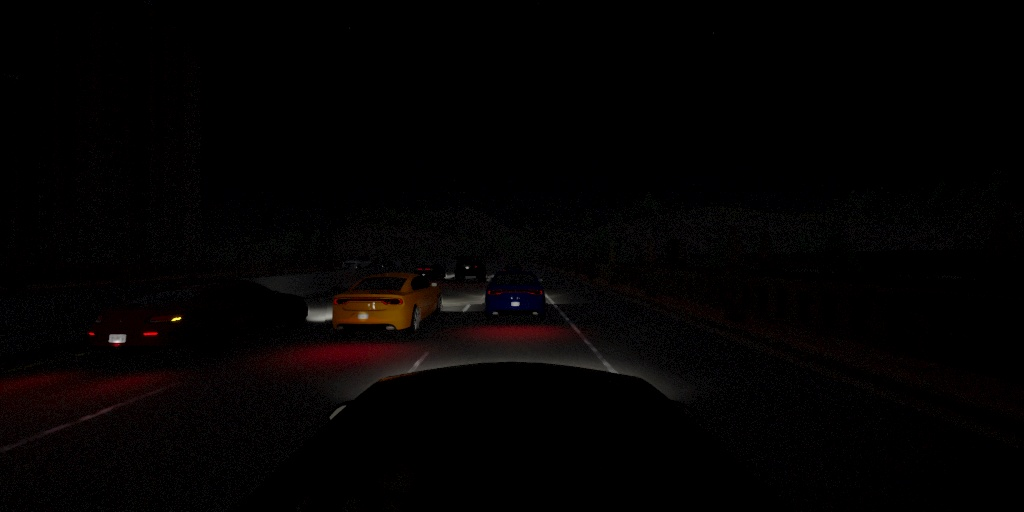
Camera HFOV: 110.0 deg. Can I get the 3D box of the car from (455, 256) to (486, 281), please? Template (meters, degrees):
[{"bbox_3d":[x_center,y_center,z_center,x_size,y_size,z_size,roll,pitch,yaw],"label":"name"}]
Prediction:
[{"bbox_3d":[-3.403,0.993,29.943,2.150,2.045,5.566,0,0,0],"label":"car"}]

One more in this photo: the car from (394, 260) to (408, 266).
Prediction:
[{"bbox_3d":[-14.077,1.313,49.600,2.128,1.511,4.902,0,0,0],"label":"car"}]

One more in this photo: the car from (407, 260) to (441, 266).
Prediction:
[{"bbox_3d":[-6.904,1.264,30.454,2.128,1.511,4.902,0,0,0],"label":"car"}]

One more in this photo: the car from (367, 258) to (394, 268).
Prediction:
[{"bbox_3d":[-17.575,1.324,49.131,1.837,1.490,4.892,0,-1,0],"label":"car"}]

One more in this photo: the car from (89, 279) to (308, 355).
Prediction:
[{"bbox_3d":[-6.901,1.276,8.577,1.812,1.442,4.674,0,0,0],"label":"car"}]

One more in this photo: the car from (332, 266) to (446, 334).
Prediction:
[{"bbox_3d":[-3.401,1.229,10.677,1.882,1.535,5.008,0,0,0],"label":"car"}]

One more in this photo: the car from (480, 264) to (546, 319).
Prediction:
[{"bbox_3d":[0.099,1.231,12.801,1.882,1.535,5.008,0,0,0],"label":"car"}]

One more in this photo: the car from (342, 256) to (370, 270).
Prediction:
[{"bbox_3d":[-21.071,1.040,49.004,2.150,2.045,5.566,0,0,0],"label":"car"}]
